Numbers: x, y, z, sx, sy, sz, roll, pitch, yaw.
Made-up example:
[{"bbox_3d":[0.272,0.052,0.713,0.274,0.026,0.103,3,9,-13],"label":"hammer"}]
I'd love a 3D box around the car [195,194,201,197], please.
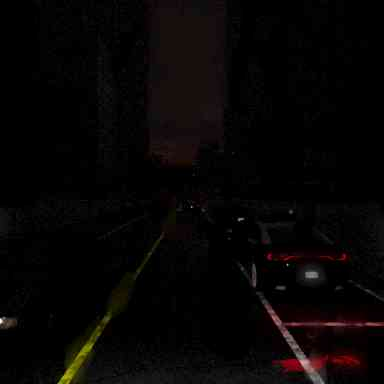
[{"bbox_3d":[-0.044,1.469,46.432,1.837,1.490,4.892,0,0,1],"label":"car"}]

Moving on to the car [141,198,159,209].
[{"bbox_3d":[-5.860,1.530,46.508,1.947,1.339,4.313,-1,0,0],"label":"car"}]

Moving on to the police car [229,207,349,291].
[{"bbox_3d":[2.350,1.424,9.125,1.930,1.638,5.238,0,0,0],"label":"police car"}]

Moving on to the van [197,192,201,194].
[{"bbox_3d":[2.602,1.221,79.182,1.690,1.788,3.998,-1,0,0],"label":"van"}]

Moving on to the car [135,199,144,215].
[{"bbox_3d":[-5.830,1.570,30.373,1.802,1.307,4.206,-1,0,0],"label":"car"}]

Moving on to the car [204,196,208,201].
[{"bbox_3d":[2.674,1.499,41.489,1.752,1.417,4.829,-1,0,0],"label":"car"}]

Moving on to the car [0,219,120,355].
[{"bbox_3d":[-3.112,1.547,6.693,2.033,1.411,5.357,0,0,0],"label":"car"}]

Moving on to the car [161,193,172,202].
[{"bbox_3d":[-5.910,1.480,73.478,1.802,1.307,4.206,-1,0,0],"label":"car"}]

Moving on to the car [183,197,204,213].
[{"bbox_3d":[-0.006,1.544,36.510,1.994,1.385,4.181,0,0,1],"label":"car"}]

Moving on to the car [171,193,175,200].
[{"bbox_3d":[-5.924,1.195,79.158,2.192,1.841,5.009,-1,0,0],"label":"car"}]

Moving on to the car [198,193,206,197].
[{"bbox_3d":[2.614,1.423,73.673,1.752,1.417,4.829,-1,0,0],"label":"car"}]

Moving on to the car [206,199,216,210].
[{"bbox_3d":[2.694,1.538,30.914,2.008,1.369,4.403,-1,0,0],"label":"car"}]

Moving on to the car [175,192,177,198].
[{"bbox_3d":[-5.945,1.153,90.517,2.192,1.841,5.009,-1,0,0],"label":"car"}]

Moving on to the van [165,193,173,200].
[{"bbox_3d":[-5.934,1.201,84.838,1.690,1.788,3.998,-1,0,0],"label":"van"}]

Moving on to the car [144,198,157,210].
[{"bbox_3d":[-5.850,1.525,41.129,2.008,1.369,4.403,-1,0,0],"label":"car"}]

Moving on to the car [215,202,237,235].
[{"bbox_3d":[2.714,1.562,20.508,1.947,1.339,4.313,-1,0,0],"label":"car"}]

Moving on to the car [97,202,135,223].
[{"bbox_3d":[-5.820,1.537,24.996,1.887,1.381,4.507,-1,0,0],"label":"car"}]

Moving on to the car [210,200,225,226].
[{"bbox_3d":[2.704,1.558,25.712,1.947,1.339,4.313,-1,0,0],"label":"car"}]
